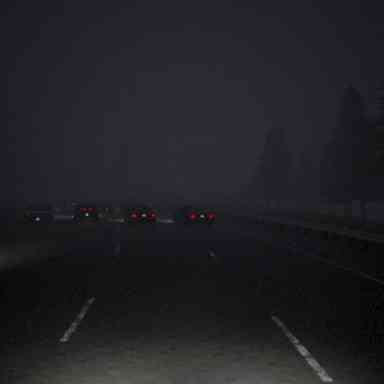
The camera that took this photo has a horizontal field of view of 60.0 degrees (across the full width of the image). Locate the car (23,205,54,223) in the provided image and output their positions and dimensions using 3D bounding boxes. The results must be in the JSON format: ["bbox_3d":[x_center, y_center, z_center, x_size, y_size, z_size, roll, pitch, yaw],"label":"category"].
[{"bbox_3d":[-12.008,1.683,26.290,1.895,1.301,4.718,0,0,-20],"label":"car"}]

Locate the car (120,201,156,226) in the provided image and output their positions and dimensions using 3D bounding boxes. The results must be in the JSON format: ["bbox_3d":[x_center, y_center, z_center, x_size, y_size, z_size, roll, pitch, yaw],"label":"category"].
[{"bbox_3d":[-3.936,1.623,24.342,2.033,1.411,5.357,0,0,-18],"label":"car"}]

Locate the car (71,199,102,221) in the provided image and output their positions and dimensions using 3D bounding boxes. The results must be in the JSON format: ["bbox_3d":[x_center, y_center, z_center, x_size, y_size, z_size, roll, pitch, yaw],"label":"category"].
[{"bbox_3d":[-9.005,1.588,28.108,1.837,1.490,4.892,0,-2,-20],"label":"car"}]

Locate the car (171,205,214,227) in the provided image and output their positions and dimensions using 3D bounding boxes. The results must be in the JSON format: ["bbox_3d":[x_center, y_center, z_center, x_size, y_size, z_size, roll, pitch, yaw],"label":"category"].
[{"bbox_3d":[-0.067,1.619,23.554,2.033,1.411,5.357,0,0,-16],"label":"car"}]

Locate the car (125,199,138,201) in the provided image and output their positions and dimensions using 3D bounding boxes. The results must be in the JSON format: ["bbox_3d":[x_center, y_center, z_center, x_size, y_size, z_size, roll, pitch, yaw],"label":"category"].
[{"bbox_3d":[-7.681,1.655,41.851,1.812,1.442,4.674,0,0,-28],"label":"car"}]

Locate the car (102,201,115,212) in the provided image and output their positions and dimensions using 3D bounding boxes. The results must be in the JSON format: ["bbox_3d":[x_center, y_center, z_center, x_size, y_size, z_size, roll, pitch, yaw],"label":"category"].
[{"bbox_3d":[-11.000,1.727,40.738,1.895,1.301,4.718,0,0,-29],"label":"car"}]

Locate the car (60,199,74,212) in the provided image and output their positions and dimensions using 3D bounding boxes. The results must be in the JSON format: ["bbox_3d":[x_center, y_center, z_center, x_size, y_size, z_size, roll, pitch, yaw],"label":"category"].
[{"bbox_3d":[-14.743,1.618,40.173,2.128,1.511,4.902,0,0,-30],"label":"car"}]
